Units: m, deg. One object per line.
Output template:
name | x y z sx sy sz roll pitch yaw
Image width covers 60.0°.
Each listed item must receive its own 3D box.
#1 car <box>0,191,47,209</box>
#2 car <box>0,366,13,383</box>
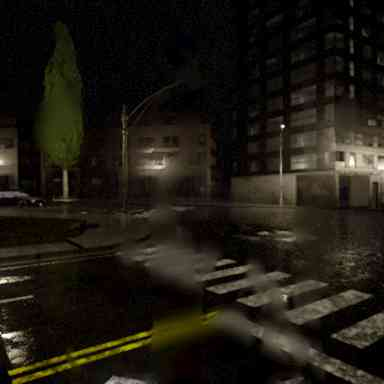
car | -15.079 0.612 27.961 5.357 1.411 2.033 1 1 11
car | -3.261 1.533 1.129 4.892 1.490 1.837 -1 0 -35
